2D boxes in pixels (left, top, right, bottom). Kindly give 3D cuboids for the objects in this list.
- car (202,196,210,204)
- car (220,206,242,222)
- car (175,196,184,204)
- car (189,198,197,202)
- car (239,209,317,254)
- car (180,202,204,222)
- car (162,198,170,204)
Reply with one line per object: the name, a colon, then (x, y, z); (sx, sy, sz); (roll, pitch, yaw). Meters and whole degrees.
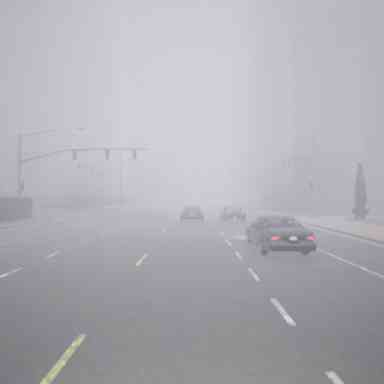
car: (3.736, 2.039, 88.933); (2.150, 2.045, 5.566); (0, -1, 1)
car: (3.513, 1.873, 29.125); (1.895, 1.301, 4.718); (0, 0, 1)
car: (-3.282, 2.042, 87.813); (2.150, 2.045, 5.566); (0, -1, 1)
car: (0.236, 2.339, 88.954); (2.128, 1.511, 4.902); (0, -1, 1)
car: (3.496, 1.679, 13.990); (2.033, 1.411, 5.357); (0, -1, 0)
car: (-0.013, 1.839, 29.294); (1.994, 1.385, 4.181); (0, 0, 0)
car: (-6.781, 2.371, 87.894); (1.994, 1.385, 4.181); (0, -1, 1)
